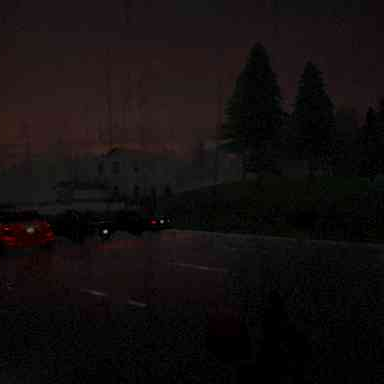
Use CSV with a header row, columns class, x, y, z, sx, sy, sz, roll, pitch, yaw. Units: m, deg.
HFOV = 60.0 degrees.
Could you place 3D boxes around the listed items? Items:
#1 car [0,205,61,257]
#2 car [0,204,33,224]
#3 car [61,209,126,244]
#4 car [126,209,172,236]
class,x,y,z,sx,sy,sz,roll,pitch,yaw
car,-7.804,1.483,13.741,4.553,1.767,2.097,-1,-1,36
car,-15.871,1.820,28.094,5.357,1.411,2.033,-1,0,36
car,-5.949,1.628,16.717,4.902,1.511,2.128,-1,0,36
car,-3.661,1.679,19.381,5.357,1.411,2.033,-1,0,36
